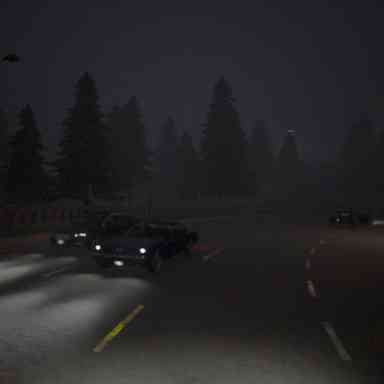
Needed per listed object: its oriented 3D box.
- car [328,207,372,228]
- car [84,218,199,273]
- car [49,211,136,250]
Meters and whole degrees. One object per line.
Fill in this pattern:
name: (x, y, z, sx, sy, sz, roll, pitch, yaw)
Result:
car: (12.467, 1.889, 26.057, 4.902, 1.511, 2.128, 1, -1, -43)
car: (-1.333, 1.711, 11.379, 1.895, 1.301, 4.718, 0, -1, 19)
car: (-3.970, 1.610, 14.536, 2.128, 1.511, 4.902, 0, -1, 21)
